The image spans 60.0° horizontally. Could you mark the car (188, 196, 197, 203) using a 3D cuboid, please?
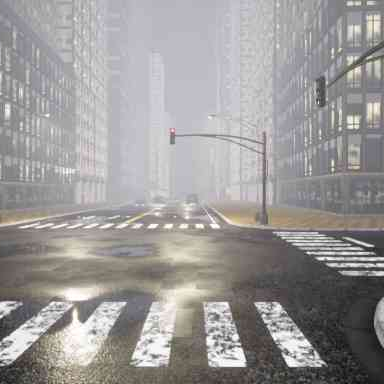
[{"bbox_3d":[0.107,1.541,70.550,1.994,1.385,4.181,0,0,0],"label":"car"}]

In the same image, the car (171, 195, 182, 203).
[{"bbox_3d":[-3.144,1.495,70.138,2.128,1.511,4.902,0,0,0],"label":"car"}]

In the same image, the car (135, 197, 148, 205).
[{"bbox_3d":[-9.653,1.664,64.314,2.033,1.411,5.357,0,0,0],"label":"car"}]

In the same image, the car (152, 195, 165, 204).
[{"bbox_3d":[-6.403,1.468,64.340,2.097,1.767,4.553,0,0,0],"label":"car"}]

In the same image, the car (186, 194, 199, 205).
[{"bbox_3d":[0.091,1.323,60.163,2.150,2.045,5.566,0,0,0],"label":"car"}]

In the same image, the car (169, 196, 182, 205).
[{"bbox_3d":[-3.159,1.702,60.167,1.895,1.301,4.718,0,0,0],"label":"car"}]
